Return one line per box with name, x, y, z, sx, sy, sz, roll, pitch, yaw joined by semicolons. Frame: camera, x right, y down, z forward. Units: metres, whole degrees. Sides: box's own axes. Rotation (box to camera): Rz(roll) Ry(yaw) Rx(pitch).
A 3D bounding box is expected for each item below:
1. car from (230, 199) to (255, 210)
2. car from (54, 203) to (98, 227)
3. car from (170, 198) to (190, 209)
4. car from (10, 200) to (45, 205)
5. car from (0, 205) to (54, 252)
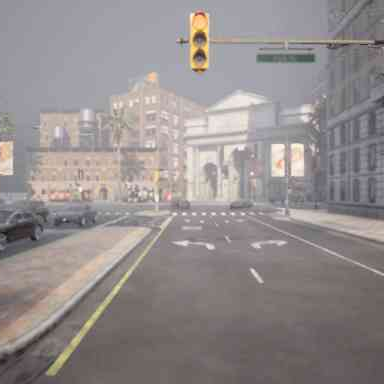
car;6.892;1.639;45.237;1.994;1.385;4.181;0;0;35
car;-8.060;1.543;23.451;1.837;1.490;4.892;0;0;0
car;-1.678;1.566;45.359;2.128;1.511;4.902;0;0;-18
car;-11.559;1.389;22.773;2.097;1.767;4.553;0;0;0
car;-8.043;1.514;14.074;2.128;1.511;4.902;0;0;0
